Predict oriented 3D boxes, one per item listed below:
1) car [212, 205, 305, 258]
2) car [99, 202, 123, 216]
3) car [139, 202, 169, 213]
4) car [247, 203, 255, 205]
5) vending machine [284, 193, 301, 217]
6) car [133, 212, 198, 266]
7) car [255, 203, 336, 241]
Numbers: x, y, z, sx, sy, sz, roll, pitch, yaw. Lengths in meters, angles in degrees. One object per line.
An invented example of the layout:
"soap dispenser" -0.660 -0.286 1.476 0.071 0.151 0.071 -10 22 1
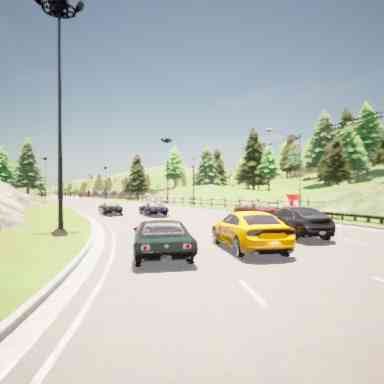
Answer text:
"car" 2.159 1.477 12.896 1.882 1.535 5.008 0 0 -10
"car" -8.616 1.714 34.921 1.895 1.301 4.718 0 0 -23
"car" -3.877 1.673 32.667 1.895 1.301 4.718 0 0 -22
"car" 5.349 1.593 28.099 1.895 1.301 4.718 0 0 -19
"vending machine" 9.062 1.160 30.054 1.100 2.100 0.880 0 0 -20
"car" -1.118 1.625 11.782 1.895 1.301 4.718 0 0 -10
"car" 5.021 1.486 16.383 1.837 1.490 4.892 0 0 -12
